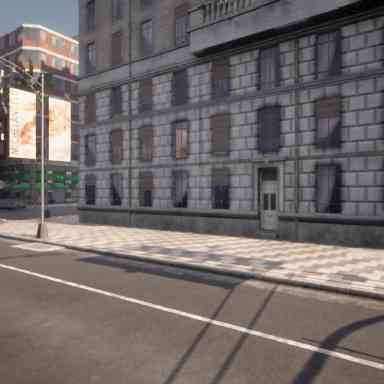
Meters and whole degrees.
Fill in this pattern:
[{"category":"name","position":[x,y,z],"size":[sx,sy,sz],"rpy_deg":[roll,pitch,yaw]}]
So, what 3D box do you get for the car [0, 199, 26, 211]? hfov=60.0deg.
[{"category":"car","position":[-22.321,1.547,38.701],"size":[2.033,1.411,5.357],"rpy_deg":[0,0,36]}]
